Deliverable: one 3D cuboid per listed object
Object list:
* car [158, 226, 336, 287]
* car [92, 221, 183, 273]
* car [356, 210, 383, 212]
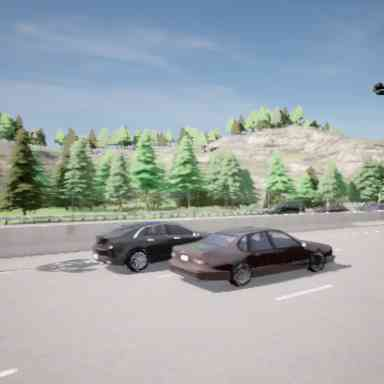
[{"bbox_3d":[1.921,1.768,9.945,5.357,1.411,2.033,0,-2,-32],"label":"car"},{"bbox_3d":[-1.018,1.792,11.822,4.892,1.490,1.837,0,-3,-34],"label":"car"},{"bbox_3d":[20.438,2.234,36.476,5.357,1.411,2.033,0,-1,-26],"label":"car"}]
